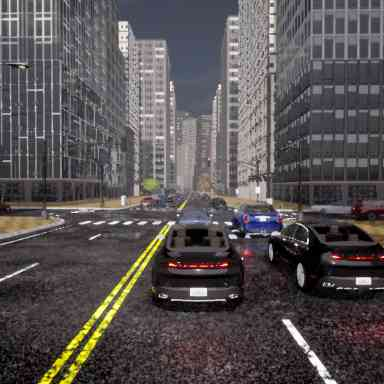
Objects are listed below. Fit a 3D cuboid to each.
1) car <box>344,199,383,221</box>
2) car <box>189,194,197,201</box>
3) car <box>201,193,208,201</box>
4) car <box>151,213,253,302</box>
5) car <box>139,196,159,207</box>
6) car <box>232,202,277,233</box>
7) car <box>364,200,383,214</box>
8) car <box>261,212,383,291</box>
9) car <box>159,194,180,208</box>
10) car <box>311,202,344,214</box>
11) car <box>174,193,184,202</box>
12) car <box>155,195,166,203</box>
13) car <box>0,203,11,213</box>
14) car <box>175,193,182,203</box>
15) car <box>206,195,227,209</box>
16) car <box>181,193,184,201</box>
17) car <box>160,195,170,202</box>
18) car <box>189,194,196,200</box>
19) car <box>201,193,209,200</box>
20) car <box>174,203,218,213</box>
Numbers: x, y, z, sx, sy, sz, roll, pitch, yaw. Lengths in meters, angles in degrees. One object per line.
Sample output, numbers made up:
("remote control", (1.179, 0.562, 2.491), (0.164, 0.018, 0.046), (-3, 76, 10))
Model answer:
("car", (16.275, 1.519, 28.507), (5.009, 1.841, 2.192), (1, 0, 1))
("car", (0.209, 1.450, 80.180), (1.812, 1.442, 4.674), (0, 0, 0))
("car", (3.457, 1.396, 79.328), (1.882, 1.535, 5.008), (0, 0, 0))
("car", (0.119, 1.501, 8.239), (1.837, 1.490, 4.892), (0, 0, 0))
("car", (-6.460, 1.491, 49.043), (1.812, 1.442, 4.674), (0, 0, 2))
("car", (3.395, 1.342, 18.029), (2.097, 1.767, 4.553), (0, 0, 0))
("car", (21.905, 1.643, 36.779), (4.829, 1.417, 1.752), (1, 0, 1))
("car", (3.373, 1.500, 8.946), (1.837, 1.490, 4.892), (0, 0, 0))
("car", (-3.215, 1.471, 48.270), (1.837, 1.490, 4.892), (0, 0, 0))
("car", (14.824, 1.698, 34.359), (4.718, 1.301, 1.895), (1, 1, 2))
("car", (-3.048, 1.154, 77.882), (2.150, 2.045, 5.566), (0, 0, 0))
("car", (-6.342, 1.420, 67.651), (1.882, 1.535, 5.008), (0, 0, 0))
("car", (-20.031, 1.315, 31.790), (5.008, 1.535, 1.882), (1, 1, 1))
("car", (-3.184, 1.460, 57.609), (1.837, 1.490, 4.892), (0, 0, 0))
("car", (3.442, 1.475, 44.017), (1.837, 1.490, 4.892), (-2, 0, -3))
("car", (-3.098, 1.469, 67.430), (1.812, 1.442, 4.674), (0, 0, 1))
("car", (-6.298, 1.453, 77.922), (1.812, 1.442, 4.674), (0, 0, 0))
("car", (0.235, 1.387, 90.175), (1.882, 1.535, 5.008), (0, 0, 0))
("car", (3.484, 1.097, 89.717), (2.097, 1.767, 4.553), (0, 0, 0))
("car", (0.146, 1.538, 17.794), (2.033, 1.411, 5.357), (0, 0, 0))
